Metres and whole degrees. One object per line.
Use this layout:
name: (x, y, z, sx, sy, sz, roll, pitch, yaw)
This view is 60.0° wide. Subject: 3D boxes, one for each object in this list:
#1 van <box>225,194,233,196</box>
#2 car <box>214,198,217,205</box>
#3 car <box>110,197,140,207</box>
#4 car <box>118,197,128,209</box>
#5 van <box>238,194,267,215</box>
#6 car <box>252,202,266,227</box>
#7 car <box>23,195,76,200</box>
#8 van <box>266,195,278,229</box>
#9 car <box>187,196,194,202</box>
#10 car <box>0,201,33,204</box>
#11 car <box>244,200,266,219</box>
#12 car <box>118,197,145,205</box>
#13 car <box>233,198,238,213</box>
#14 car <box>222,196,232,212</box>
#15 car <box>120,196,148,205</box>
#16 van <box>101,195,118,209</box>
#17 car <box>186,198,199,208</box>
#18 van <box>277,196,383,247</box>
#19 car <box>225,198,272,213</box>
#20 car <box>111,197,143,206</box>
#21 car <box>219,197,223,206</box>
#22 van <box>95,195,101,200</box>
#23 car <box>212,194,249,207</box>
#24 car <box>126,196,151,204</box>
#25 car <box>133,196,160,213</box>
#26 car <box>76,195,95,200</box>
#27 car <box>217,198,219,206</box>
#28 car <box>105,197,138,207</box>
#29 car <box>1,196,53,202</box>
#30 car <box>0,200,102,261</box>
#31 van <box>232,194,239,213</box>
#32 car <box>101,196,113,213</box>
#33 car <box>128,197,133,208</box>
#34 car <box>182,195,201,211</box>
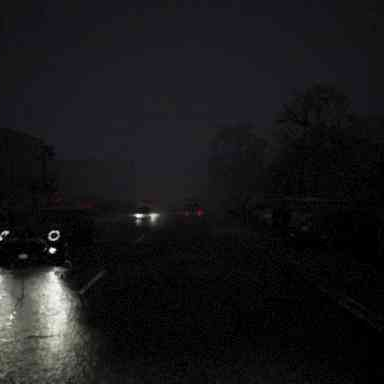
van: (6.586, 1.325, 41.288, 4.442, 1.987, 1.878, 1, -1, -20)
car: (6.529, 1.636, 53.031, 4.792, 1.488, 2.163, 1, -1, -20)
car: (-11.307, 1.661, 55.972, 4.674, 1.452, 2.002, -1, -1, -20)
car: (-11.362, 1.437, 44.230, 4.553, 1.767, 2.185, -1, -1, -20)
van: (6.342, 1.274, 26.476, 4.442, 1.987, 1.878, 1, 0, -20)
car: (6.439, 1.531, 20.628, 4.674, 1.452, 2.002, 1, 0, -20)
car: (-11.402, 1.244, 23.689, 5.566, 2.045, 2.435, -1, 0, -20)
van: (6.539, 1.265, 17.732, 4.442, 1.987, 1.878, 1, 0, -20)
car: (-0.461, 1.913, 94.352, 2.097, 1.535, 5.008, 0, -1, -1)
car: (-11.378, 1.489, 17.835, 4.892, 1.521, 2.231, -1, 0, -20)
car: (6.443, 1.536, 23.574, 4.674, 1.452, 2.002, 1, 0, -20)
car: (-11.295, 1.691, 61.840, 4.674, 1.452, 2.002, -1, -1, -20)
car: (6.449, 1.547, 29.468, 4.674, 1.452, 2.002, 1, 0, -20)
car: (6.292, 1.520, 35.288, 5.366, 1.575, 1.946, 1, 0, -20)
car: (-11.293, 1.667, 64.774, 4.892, 1.521, 2.231, -1, -1, -20)
van: (-11.238, 1.309, 38.414, 4.442, 1.987, 1.878, -1, 0, -20)
car: (0.105, 1.684, 52.824, 1.994, 1.385, 4.181, 0, 0, 0)
van: (6.315, 1.260, 14.699, 4.442, 1.987, 1.878, 1, 0, -20)
car: (6.464, 1.537, 38.297, 4.892, 1.521, 2.231, 1, -1, -20)
car: (-11.470, 1.635, 58.837, 5.366, 1.575, 1.946, -1, 0, -20)
car: (6.512, 1.593, 44.196, 4.792, 1.488, 2.163, 1, -1, -20)
van: (-11.465, 1.292, 32.459, 4.442, 1.987, 1.878, -1, 0, -20)
car: (6.487, 1.370, 55.950, 5.566, 2.045, 2.435, 1, 0, -20)
car: (-11.271, 1.697, 70.637, 4.892, 1.521, 2.231, -1, 0, -20)
car: (-5.001, 1.525, 37.640, 1.882, 1.535, 5.008, 0, 0, 0)
car: (-11.333, 1.381, 29.576, 4.553, 1.767, 2.185, -1, 0, -20)
car: (6.465, 1.450, 47.120, 4.553, 1.767, 2.185, 1, -1, -20)
car: (-11.321, 1.607, 53.042, 4.892, 1.521, 2.231, -1, -1, -20)
car: (-11.414, 1.365, 20.766, 4.553, 1.767, 2.185, -1, 0, -20)
car: (-5.082, 1.353, 12.261, 2.097, 1.767, 4.553, 0, 0, 0)
van: (6.571, 1.293, 32.451, 4.442, 1.987, 1.878, 1, 0, -20)
car: (-11.342, 1.525, 35.435, 5.008, 1.535, 2.097, -1, 0, -20)
car: (-11.329, 1.577, 47.169, 4.892, 1.521, 2.231, -1, -1, -20)
car: (0.084, 1.422, 42.752, 2.097, 1.767, 4.553, 0, 0, 0)
